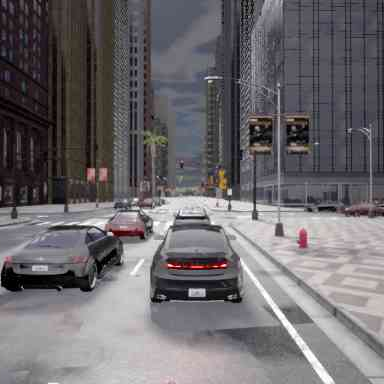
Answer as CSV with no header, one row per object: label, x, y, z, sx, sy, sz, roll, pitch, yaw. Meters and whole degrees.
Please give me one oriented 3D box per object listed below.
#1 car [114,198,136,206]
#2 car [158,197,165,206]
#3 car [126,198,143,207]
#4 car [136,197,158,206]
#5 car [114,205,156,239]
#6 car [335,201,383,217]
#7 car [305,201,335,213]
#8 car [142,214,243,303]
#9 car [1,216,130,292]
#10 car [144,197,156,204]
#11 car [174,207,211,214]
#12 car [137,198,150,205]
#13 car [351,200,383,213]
car,-9.925,1.768,48.324,2.033,1.411,5.357,0,0,0
car,-6.664,1.655,60.091,2.097,1.767,4.553,0,0,0
car,-9.923,1.778,57.878,2.128,1.511,4.902,0,0,0
car,-6.675,1.709,50.054,1.882,1.535,5.008,0,0,0
car,-3.177,1.602,17.396,1.994,1.385,4.181,0,0,0
car,15.270,1.577,29.267,4.206,1.307,1.802,0,0,-1
car,15.126,1.663,37.791,4.313,1.339,1.947,0,0,-1
car,0.088,1.515,8.222,1.837,1.490,4.892,0,0,0
car,-3.170,1.576,8.997,1.994,1.385,4.181,0,0,1
car,-9.874,1.991,78.358,2.033,1.411,5.357,0,0,0
car,0.022,1.530,17.543,2.128,1.511,4.902,0,0,0
car,-9.861,1.927,67.764,1.994,1.385,4.181,0,0,1
car,20.766,1.644,37.887,4.313,1.339,1.947,0,0,-1
